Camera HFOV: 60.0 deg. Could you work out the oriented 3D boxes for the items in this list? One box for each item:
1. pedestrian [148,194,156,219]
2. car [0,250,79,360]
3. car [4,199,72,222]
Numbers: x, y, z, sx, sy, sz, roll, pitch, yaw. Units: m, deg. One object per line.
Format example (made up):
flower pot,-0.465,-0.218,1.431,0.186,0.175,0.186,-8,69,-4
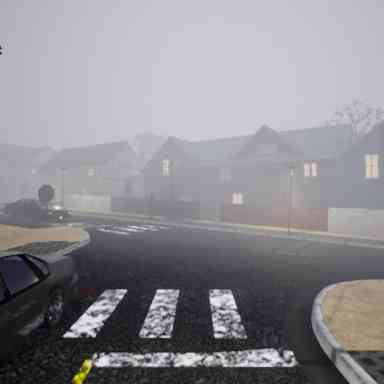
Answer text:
pedestrian,-2.996,1.074,24.715,0.375,1.860,0.375,-1,-5,32
car,-3.194,1.547,4.214,2.033,1.411,5.357,0,0,2
car,-10.555,1.163,22.562,5.357,1.411,2.033,2,0,32
